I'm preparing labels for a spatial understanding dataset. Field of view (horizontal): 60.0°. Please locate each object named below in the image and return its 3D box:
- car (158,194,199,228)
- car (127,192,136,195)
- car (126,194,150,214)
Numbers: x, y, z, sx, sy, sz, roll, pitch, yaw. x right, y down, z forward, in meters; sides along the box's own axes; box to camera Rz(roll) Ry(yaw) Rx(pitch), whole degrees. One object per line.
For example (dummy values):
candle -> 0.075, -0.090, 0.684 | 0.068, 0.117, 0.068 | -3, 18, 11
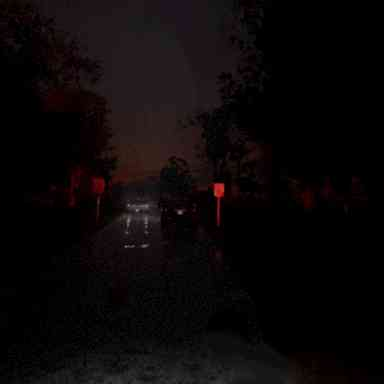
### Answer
car -> -0.805, 1.106, 20.108 | 2.097, 1.767, 4.553 | 1, 1, -4
car -> -12.381, 0.813, 68.671 | 2.128, 1.511, 4.902 | 2, 0, -15
car -> -4.624, 1.149, 28.828 | 1.895, 1.301, 4.718 | 1, 1, -7
